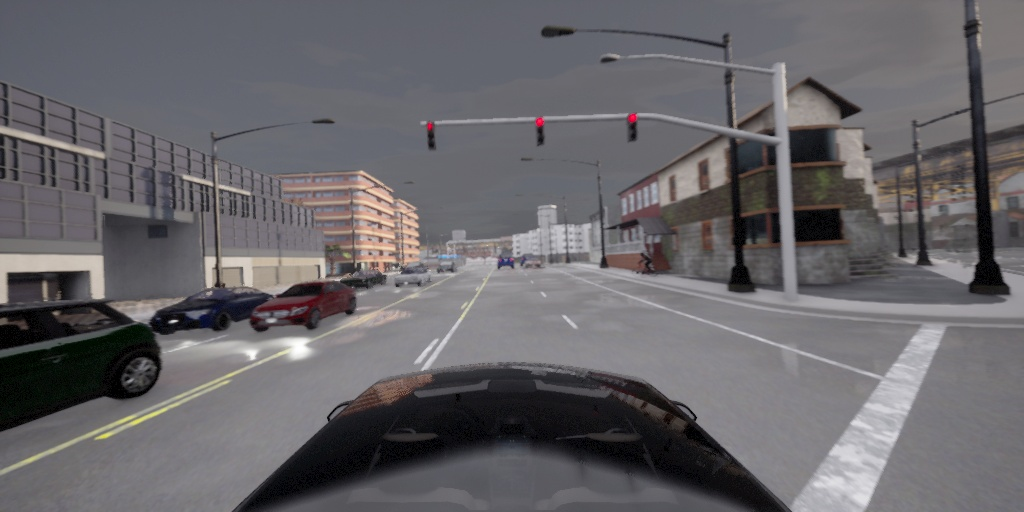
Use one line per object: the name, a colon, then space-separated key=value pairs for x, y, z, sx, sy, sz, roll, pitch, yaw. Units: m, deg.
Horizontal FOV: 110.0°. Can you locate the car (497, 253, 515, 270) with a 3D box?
car: x=-0.813 y=0.672 z=47.081 sx=2.150 sy=2.045 sz=5.566 roll=-3 pitch=0 yaw=-1

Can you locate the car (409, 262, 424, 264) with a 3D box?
car: x=-11.256 y=1.439 z=41.767 sx=1.882 sy=1.535 sz=5.008 roll=-3 pitch=0 yaw=-1

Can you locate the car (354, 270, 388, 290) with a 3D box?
car: x=-10.982 y=1.761 z=26.861 sx=1.895 sy=1.301 sz=4.718 roll=-3 pitch=1 yaw=-1

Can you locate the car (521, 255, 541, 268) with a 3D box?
car: x=2.693 y=0.881 z=47.567 sx=1.895 sy=1.301 sz=4.718 roll=-3 pitch=0 yaw=-1

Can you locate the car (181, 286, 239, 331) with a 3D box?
car: x=-10.720 y=1.861 z=13.285 sx=1.994 sy=1.385 sz=4.181 roll=-3 pitch=1 yaw=-1

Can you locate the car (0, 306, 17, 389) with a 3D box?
car: x=-10.556 y=1.760 z=4.414 sx=2.128 sy=1.511 sz=4.902 roll=-3 pitch=0 yaw=-1

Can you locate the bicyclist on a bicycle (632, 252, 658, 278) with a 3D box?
bicyclist on a bicycle: x=8.515 y=0.572 z=23.012 sx=1.656 sy=1.620 sz=0.582 roll=-3 pitch=1 yaw=-1

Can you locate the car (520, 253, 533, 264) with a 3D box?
car: x=2.487 y=0.629 z=57.587 sx=2.150 sy=2.045 sz=5.566 roll=-3 pitch=-1 yaw=-1

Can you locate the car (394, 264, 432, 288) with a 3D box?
car: x=-7.495 y=1.581 z=27.405 sx=1.895 sy=1.301 sz=4.718 roll=-3 pitch=1 yaw=-1

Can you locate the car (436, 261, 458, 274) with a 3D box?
car: x=-7.772 y=1.313 z=43.280 sx=1.812 sy=1.442 sz=4.674 roll=-3 pitch=0 yaw=-1

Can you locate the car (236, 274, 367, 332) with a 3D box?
car: x=-7.218 y=1.654 z=13.012 sx=1.812 sy=1.442 sz=4.674 roll=-3 pitch=0 yaw=-1

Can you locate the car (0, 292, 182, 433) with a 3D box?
car: x=-7.057 y=1.445 z=4.200 sx=2.097 sy=1.767 sz=4.553 roll=-3 pitch=0 yaw=-1
